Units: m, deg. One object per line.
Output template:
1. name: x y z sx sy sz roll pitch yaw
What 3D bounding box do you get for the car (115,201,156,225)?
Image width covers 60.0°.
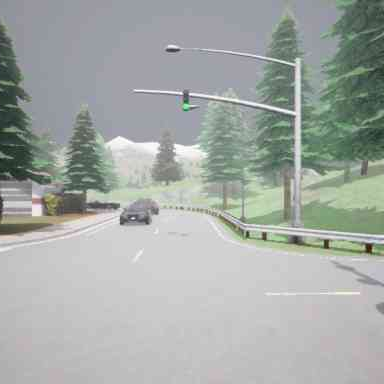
1. car: -3.967 1.563 24.069 1.994 1.385 4.181 0 0 -2

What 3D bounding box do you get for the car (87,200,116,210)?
1. car: -11.360 1.607 41.604 4.718 1.301 1.895 0 0 14

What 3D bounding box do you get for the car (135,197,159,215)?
1. car: -4.792 1.351 33.860 2.097 1.767 4.553 0 0 -19
